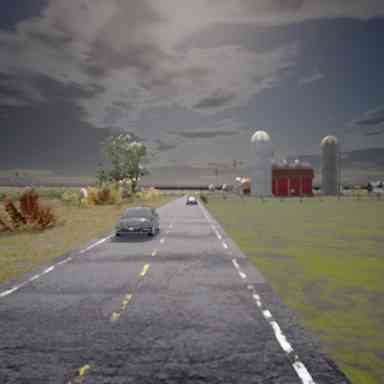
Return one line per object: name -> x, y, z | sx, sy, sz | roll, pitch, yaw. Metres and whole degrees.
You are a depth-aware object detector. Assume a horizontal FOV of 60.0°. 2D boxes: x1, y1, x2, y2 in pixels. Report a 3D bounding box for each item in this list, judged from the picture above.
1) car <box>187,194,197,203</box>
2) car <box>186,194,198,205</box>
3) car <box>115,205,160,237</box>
car -> 0.002, 1.290, 68.474 | 2.097, 1.767, 4.553 | 0, 0, 0
car -> 0.002, 1.567, 58.430 | 1.994, 1.385, 4.181 | 0, 0, 0
car -> -2.804, 1.498, 17.898 | 1.837, 1.490, 4.892 | 0, -1, 0
